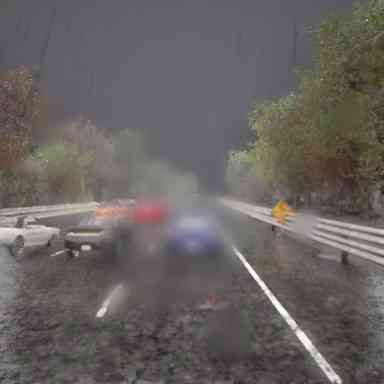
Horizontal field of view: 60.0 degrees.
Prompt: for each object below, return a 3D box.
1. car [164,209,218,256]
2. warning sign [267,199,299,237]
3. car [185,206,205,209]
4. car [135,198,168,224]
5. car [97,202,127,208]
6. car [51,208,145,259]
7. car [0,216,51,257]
[{"bbox_3d":[0.077,1.668,13.679,1.812,1.442,4.674,0,0,1],"label":"car"},{"bbox_3d":[4.605,1.291,17.011,1.300,1.860,1.060,-1,-2,1],"label":"warning sign"},{"bbox_3d":[0.245,1.850,28.129,1.994,1.385,4.181,0,0,2],"label":"car"},{"bbox_3d":[-3.280,1.504,27.334,2.150,2.045,5.566,0,0,1],"label":"car"},{"bbox_3d":[-6.752,1.640,28.267,2.097,1.767,4.553,0,-1,1],"label":"car"},{"bbox_3d":[-3.431,1.633,13.308,2.128,1.511,4.902,0,0,1],"label":"car"},{"bbox_3d":[-6.932,1.635,13.025,1.895,1.301,4.718,3,-6,1],"label":"car"}]
